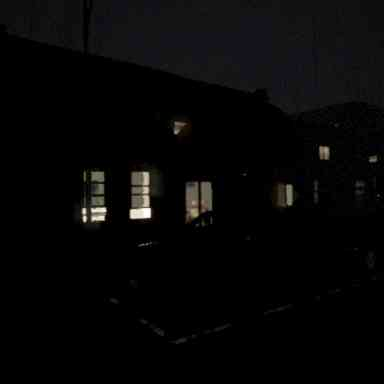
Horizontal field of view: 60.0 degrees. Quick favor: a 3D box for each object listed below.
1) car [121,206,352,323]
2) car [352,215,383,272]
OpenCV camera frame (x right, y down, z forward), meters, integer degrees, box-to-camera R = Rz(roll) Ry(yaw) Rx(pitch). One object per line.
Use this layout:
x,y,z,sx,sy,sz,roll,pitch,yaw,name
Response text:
1.028,1.279,7.298,5.009,1.841,2.192,-1,0,-35,car
5.544,1.467,10.517,4.507,1.381,1.887,-1,0,-35,car
